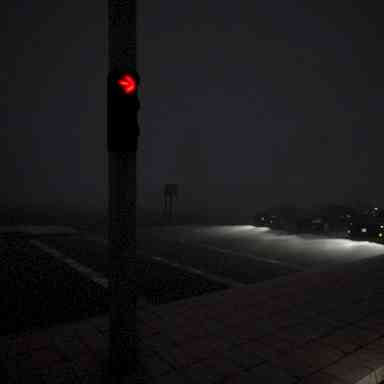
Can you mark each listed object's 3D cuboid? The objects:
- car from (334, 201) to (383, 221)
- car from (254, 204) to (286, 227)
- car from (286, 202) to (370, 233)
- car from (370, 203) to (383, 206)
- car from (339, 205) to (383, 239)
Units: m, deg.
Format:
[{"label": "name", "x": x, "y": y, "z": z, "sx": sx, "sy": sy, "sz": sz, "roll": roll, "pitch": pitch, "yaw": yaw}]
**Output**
[{"label": "car", "x": 14.099, "y": 1.537, "z": 28.054, "sx": 4.181, "sy": 1.385, "sz": 1.994, "roll": 0, "pitch": 0, "yaw": -36}, {"label": "car", "x": 6.165, "y": 1.546, "z": 22.479, "sx": 4.181, "sy": 1.385, "sz": 1.994, "roll": 0, "pitch": 0, "yaw": -35}, {"label": "car", "x": 8.045, "y": 1.460, "z": 19.523, "sx": 5.008, "sy": 1.535, "sz": 1.882, "roll": 0, "pitch": 0, "yaw": -35}, {"label": "car", "x": 15.432, "y": 1.326, "z": 24.727, "sx": 4.553, "sy": 1.767, "sz": 2.097, "roll": 0, "pitch": 0, "yaw": -35}, {"label": "car", "x": 9.417, "y": 1.548, "z": 16.210, "sx": 4.181, "sy": 1.385, "sz": 1.994, "roll": 0, "pitch": 0, "yaw": -35}]
